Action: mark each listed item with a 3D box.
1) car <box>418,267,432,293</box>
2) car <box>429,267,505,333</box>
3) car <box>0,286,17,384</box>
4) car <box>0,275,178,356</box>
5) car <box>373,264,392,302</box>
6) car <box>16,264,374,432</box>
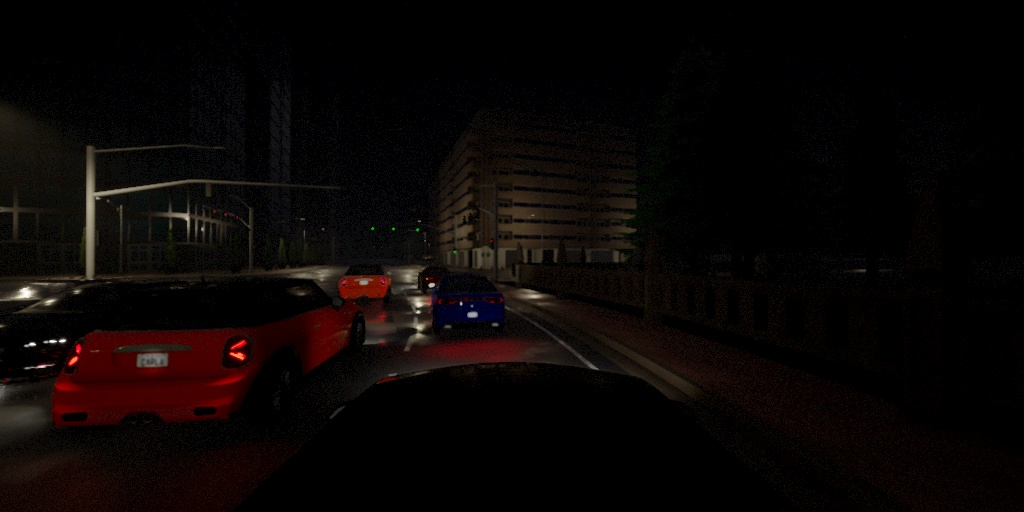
[{"bbox_3d":[-4.587,1.368,21.561,1.812,1.442,4.674,0,0,-20],"label":"car"},{"bbox_3d":[-1.515,1.271,11.106,1.882,1.535,5.008,0,0,-13],"label":"car"},{"bbox_3d":[-7.852,1.270,7.202,2.128,1.511,4.902,0,0,-11],"label":"car"},{"bbox_3d":[-11.952,1.339,9.655,2.033,1.411,5.357,0,0,-15],"label":"car"},{"bbox_3d":[-6.963,1.176,17.305,2.097,1.767,4.553,0,0,-18],"label":"car"},{"bbox_3d":[-4.006,1.122,5.862,2.097,1.767,4.553,0,0,-7],"label":"car"}]
